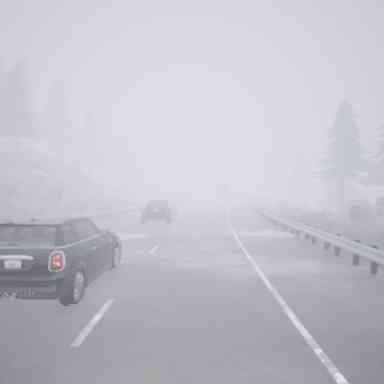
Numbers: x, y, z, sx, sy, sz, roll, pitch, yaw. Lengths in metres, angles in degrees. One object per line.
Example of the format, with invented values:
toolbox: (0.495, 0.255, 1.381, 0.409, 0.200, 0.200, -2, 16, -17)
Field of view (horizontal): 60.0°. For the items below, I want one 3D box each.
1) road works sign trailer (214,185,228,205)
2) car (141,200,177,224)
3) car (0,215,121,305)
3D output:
road works sign trailer: (5.064, 0.455, 57.621, 2.380, 3.560, 2.880, 0, 0, 11)
car: (-2.364, 1.342, 25.123, 2.097, 1.767, 4.553, 0, 0, 4)
car: (-3.234, 1.346, 8.229, 2.097, 1.767, 4.553, 0, 0, 1)
